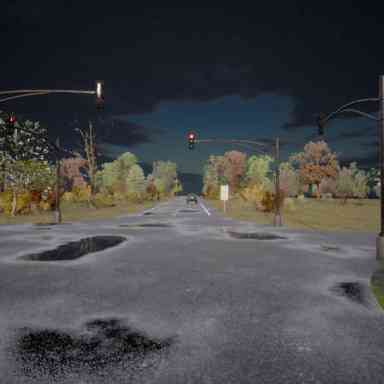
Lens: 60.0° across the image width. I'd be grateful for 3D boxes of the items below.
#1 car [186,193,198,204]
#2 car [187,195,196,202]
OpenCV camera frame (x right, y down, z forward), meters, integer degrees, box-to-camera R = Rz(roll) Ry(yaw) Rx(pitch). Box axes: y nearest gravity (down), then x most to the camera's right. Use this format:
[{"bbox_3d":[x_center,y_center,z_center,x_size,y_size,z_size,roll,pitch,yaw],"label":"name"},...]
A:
[{"bbox_3d":[-0.013,1.293,67.602,2.150,2.045,5.566,0,0,0],"label":"car"},{"bbox_3d":[-0.015,1.465,77.993,2.033,1.411,5.357,0,0,0],"label":"car"}]
